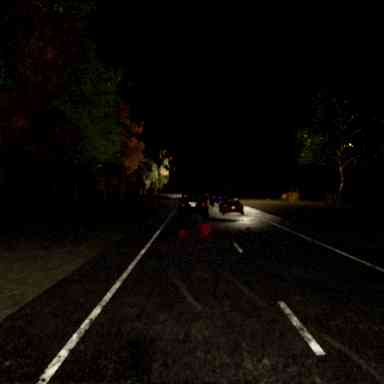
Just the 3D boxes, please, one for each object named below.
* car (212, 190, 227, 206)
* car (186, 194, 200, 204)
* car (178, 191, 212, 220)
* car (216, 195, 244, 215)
[{"bbox_3d":[3.555,0.777,44.292,2.150,2.045,5.566,0,1,1],"label":"car"},{"bbox_3d":[0.107,1.028,51.361,2.033,1.411,5.357,0,1,0],"label":"car"},{"bbox_3d":[0.104,0.967,25.563,2.150,2.045,5.566,0,1,0],"label":"car"},{"bbox_3d":[3.514,1.261,30.163,1.994,1.385,4.181,0,1,0],"label":"car"}]
